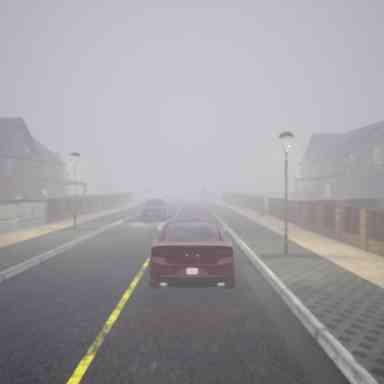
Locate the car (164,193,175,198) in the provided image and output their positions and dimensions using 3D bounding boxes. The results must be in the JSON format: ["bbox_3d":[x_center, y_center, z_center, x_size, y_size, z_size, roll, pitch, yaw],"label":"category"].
[{"bbox_3d":[-5.358,0.824,79.032,1.994,1.385,4.181,0,0,-13],"label":"car"}]

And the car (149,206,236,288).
[{"bbox_3d":[0.010,1.381,9.008,1.882,1.535,5.008,0,1,0],"label":"car"}]

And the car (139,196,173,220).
[{"bbox_3d":[-2.735,1.249,24.933,1.837,1.490,4.892,0,0,0],"label":"car"}]
